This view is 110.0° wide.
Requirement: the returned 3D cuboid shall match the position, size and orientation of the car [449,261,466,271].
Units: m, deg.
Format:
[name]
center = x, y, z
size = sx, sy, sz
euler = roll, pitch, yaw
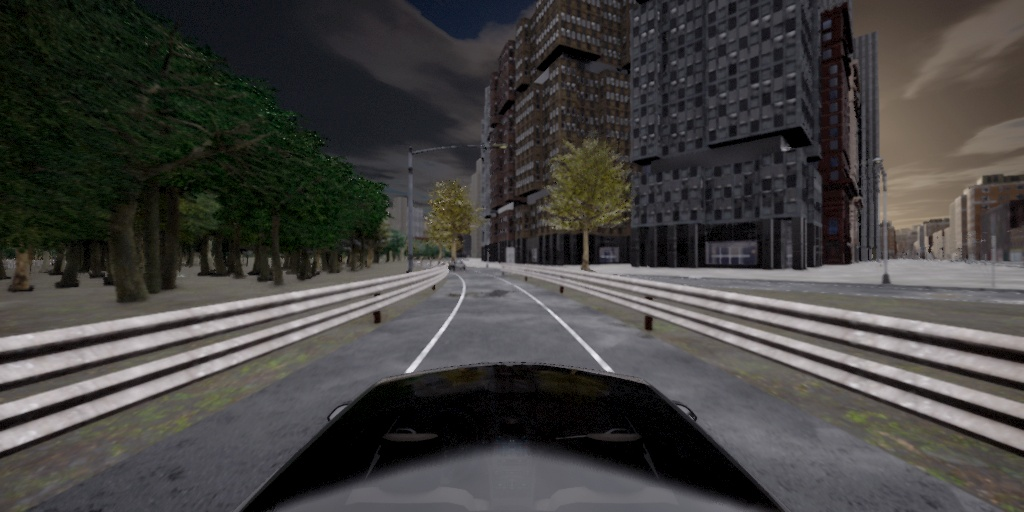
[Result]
[car]
center = -8.243, 1.425, 54.285
size = 2.128, 1.511, 4.902
euler = 0, 0, -19
